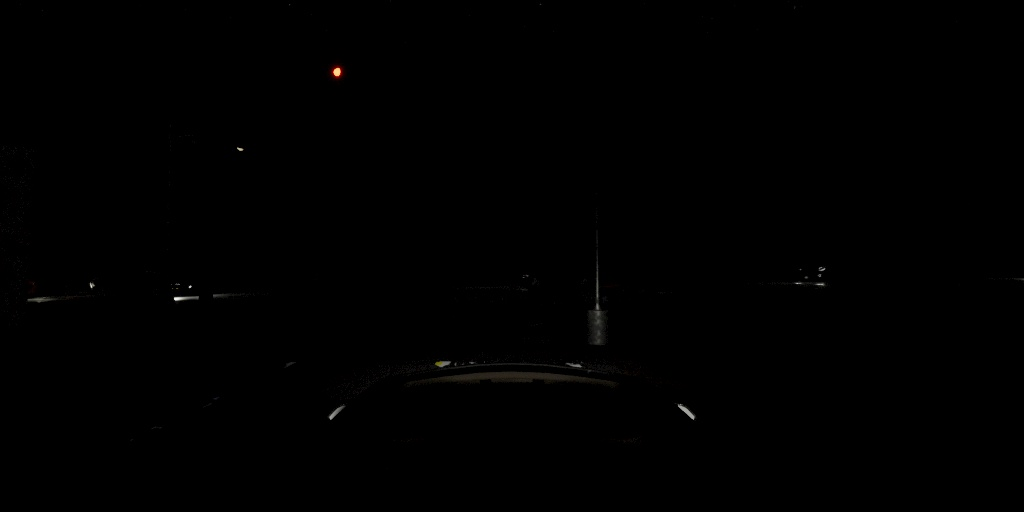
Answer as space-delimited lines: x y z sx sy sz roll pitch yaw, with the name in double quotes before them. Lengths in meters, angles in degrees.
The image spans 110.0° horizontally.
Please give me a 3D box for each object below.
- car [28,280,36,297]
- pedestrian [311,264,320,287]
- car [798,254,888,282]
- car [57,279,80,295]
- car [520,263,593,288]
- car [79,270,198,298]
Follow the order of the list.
"car" -29.646 1.582 19.850 5.008 1.535 1.882 -1 -2 0
"pedestrian" -15.056 1.466 27.412 0.375 1.860 0.375 0 -1 0
"car" 21.455 0.790 23.423 4.553 1.767 2.097 -1 -2 0
"car" -26.229 1.749 23.534 5.357 1.411 2.033 -1 -2 0
"car" 3.048 1.222 23.462 5.008 1.535 1.882 -1 -2 0
"car" -20.221 1.495 19.822 4.892 1.490 1.837 -1 -2 0
